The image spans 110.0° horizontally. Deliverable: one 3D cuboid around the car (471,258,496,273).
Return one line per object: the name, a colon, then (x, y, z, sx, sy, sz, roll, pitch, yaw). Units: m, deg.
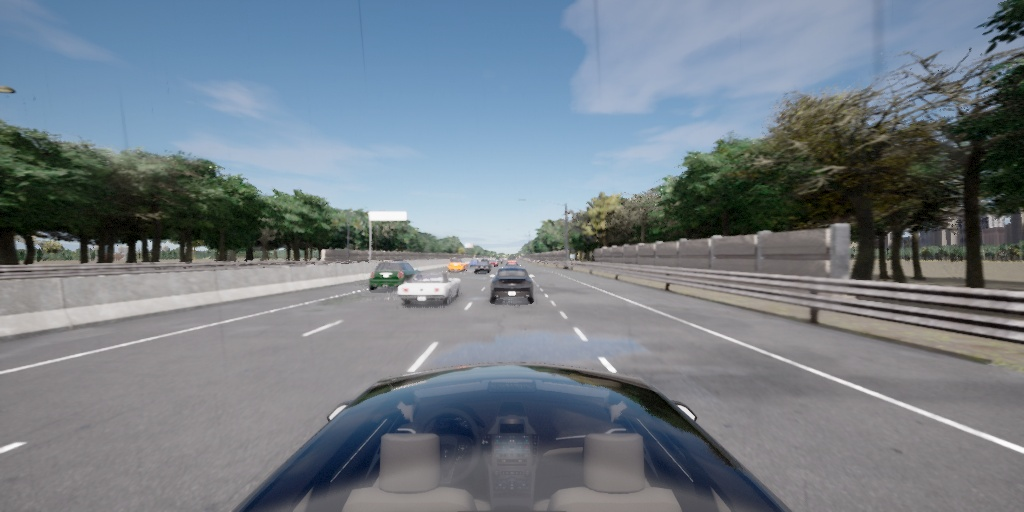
car: (-3.496, 1.344, 44.180, 2.033, 1.411, 5.357, 0, 0, 0)

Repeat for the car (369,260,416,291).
car: (-7.001, 1.121, 22.069, 2.097, 1.767, 4.553, 0, 0, 0)

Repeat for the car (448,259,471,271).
car: (-6.998, 1.152, 46.704, 2.097, 1.767, 4.553, 0, 0, 0)

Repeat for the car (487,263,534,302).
car: (0.000, 1.271, 16.982, 1.837, 1.490, 4.892, 0, 0, 0)

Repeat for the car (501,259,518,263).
car: (-0.001, 1.359, 43.307, 1.994, 1.385, 4.181, 0, 0, 0)

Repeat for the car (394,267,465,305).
car: (-3.499, 1.364, 16.165, 1.895, 1.301, 4.718, 0, 0, 0)
